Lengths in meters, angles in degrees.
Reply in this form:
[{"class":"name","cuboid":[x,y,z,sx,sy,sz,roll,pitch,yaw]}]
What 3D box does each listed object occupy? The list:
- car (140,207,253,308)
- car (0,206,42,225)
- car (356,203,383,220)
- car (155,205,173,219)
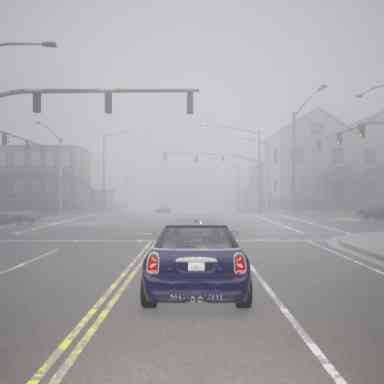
[{"class":"car","cuboid":[0.094,1.355,8.069,2.097,1.767,4.553,0,0,0]},{"class":"car","cuboid":[-13.277,1.637,23.544,4.718,1.301,1.895,-2,0,0]},{"class":"car","cuboid":[16.633,1.557,27.651,5.357,1.411,2.033,0,0,-1]},{"class":"car","cuboid":[-3.551,2.585,42.552,1.895,1.301,4.718,0,-8,0]}]
